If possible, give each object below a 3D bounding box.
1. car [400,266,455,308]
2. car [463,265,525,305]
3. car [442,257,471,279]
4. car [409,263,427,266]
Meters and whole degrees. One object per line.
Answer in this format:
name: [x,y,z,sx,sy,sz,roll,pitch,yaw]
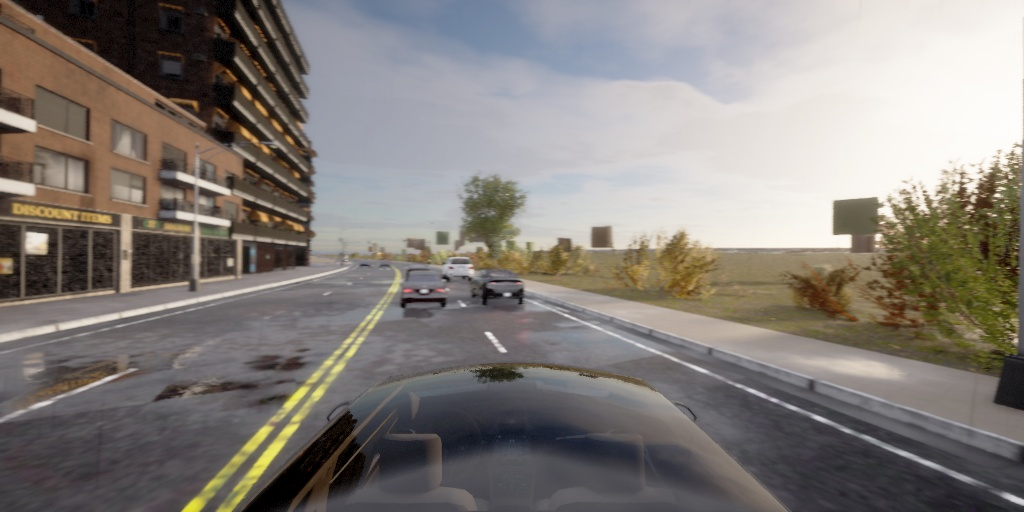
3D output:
car: [-3.868,1.355,15.652,2.033,1.411,5.357,1,0,-15]
car: [-0.798,1.346,16.768,2.128,1.511,4.902,1,0,-15]
car: [-4.794,1.121,31.101,2.150,2.045,5.566,1,0,-16]
car: [-8.040,1.340,30.624,1.882,1.535,5.008,1,0,-16]
